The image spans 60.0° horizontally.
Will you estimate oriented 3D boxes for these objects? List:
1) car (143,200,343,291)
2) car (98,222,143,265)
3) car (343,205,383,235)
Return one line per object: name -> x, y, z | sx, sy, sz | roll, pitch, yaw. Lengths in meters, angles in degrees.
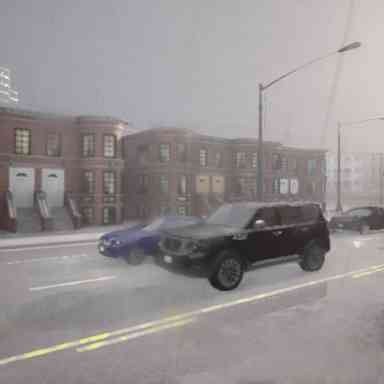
car -> 1.683, 1.262, 9.489 | 5.566, 2.045, 2.150 | 1, 0, -36
car -> -0.955, 1.561, 11.905 | 4.674, 1.442, 1.812 | 1, 0, -35
car -> 10.277, 1.590, 19.873 | 5.008, 1.535, 1.882 | 0, 0, -35
